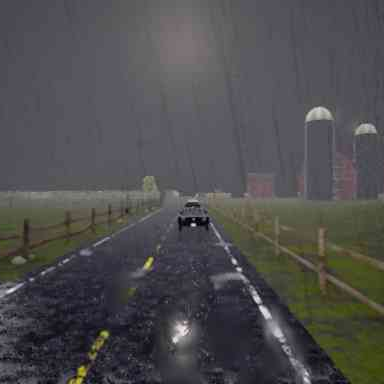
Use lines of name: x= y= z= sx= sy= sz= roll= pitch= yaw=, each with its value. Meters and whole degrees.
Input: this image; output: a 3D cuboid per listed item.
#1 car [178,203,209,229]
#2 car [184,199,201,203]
car: x=0.092 y=1.627 z=21.590 sx=1.895 sy=1.301 sz=4.718 roll=0 pitch=0 yaw=0
car: x=0.086 y=1.556 z=39.649 sx=1.882 sy=1.535 sz=5.008 roll=0 pitch=0 yaw=0
